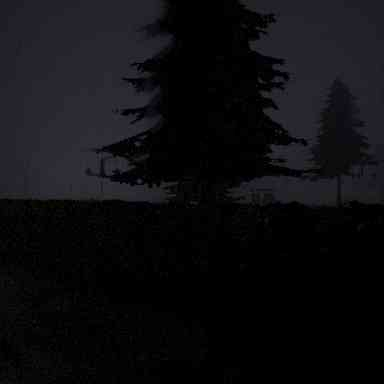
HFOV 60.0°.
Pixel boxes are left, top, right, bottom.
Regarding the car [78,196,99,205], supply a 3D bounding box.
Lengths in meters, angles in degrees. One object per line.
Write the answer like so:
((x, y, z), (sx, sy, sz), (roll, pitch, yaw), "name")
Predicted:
((-22.046, 1.741, 70.668), (1.905, 1.878, 3.866), (-1, -1, 42), "car")

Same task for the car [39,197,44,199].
((-36.581, 2.081, 83.232), (1.970, 1.475, 3.806), (-1, -1, 42), "car")

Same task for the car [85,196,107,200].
((-19.605, 1.735, 69.038), (1.932, 1.855, 4.605), (-1, -1, 42), "car")

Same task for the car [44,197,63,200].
((-31.582, 1.941, 79.196), (2.152, 1.636, 5.027), (-1, -1, 42), "car")

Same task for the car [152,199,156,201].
((-5.843, 1.832, 56.546), (1.845, 1.501, 3.633), (-1, -1, 42), "car")
